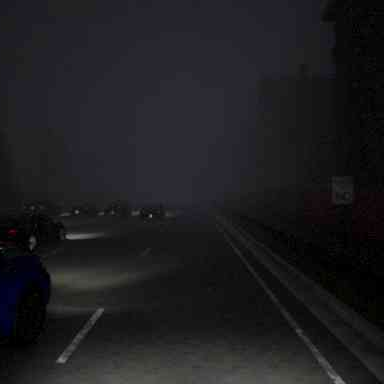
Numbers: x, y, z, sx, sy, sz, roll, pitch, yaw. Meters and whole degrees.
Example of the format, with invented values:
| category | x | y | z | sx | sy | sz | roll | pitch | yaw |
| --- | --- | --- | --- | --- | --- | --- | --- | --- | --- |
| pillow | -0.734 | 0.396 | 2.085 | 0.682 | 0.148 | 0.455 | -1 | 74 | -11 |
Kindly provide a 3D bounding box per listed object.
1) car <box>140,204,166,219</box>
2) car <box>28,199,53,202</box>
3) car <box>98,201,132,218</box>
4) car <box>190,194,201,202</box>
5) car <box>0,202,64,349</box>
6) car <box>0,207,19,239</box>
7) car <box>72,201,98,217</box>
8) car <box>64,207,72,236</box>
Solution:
| category | x | y | z | sx | sy | sz | roll | pitch | yaw |
| --- | --- | --- | --- | --- | --- | --- | --- | --- | --- |
| car | -3.407 | 1.702 | 29.852 | 1.895 | 1.301 | 4.718 | 0 | 0 | 0 |
| car | -13.907 | 1.457 | 31.144 | 2.097 | 1.767 | 4.553 | 0 | 0 | 0 |
| car | -6.907 | 1.598 | 31.398 | 2.128 | 1.511 | 4.902 | 0 | 0 | 0 |
| car | 1.206 | 1.521 | 88.482 | 2.150 | 2.045 | 5.566 | 0 | 0 | 0 |
| car | -3.404 | 1.232 | 3.135 | 2.150 | 2.045 | 5.566 | 0 | 0 | 0 |
| car | -10.404 | 1.544 | 15.533 | 2.128 | 1.511 | 4.902 | 0 | 0 | 0 |
| car | -10.421 | 1.635 | 32.454 | 1.812 | 1.442 | 4.674 | 0 | 0 | 0 |
| car | -6.903 | 1.552 | 13.846 | 1.837 | 1.490 | 4.892 | 0 | 0 | 0 |
